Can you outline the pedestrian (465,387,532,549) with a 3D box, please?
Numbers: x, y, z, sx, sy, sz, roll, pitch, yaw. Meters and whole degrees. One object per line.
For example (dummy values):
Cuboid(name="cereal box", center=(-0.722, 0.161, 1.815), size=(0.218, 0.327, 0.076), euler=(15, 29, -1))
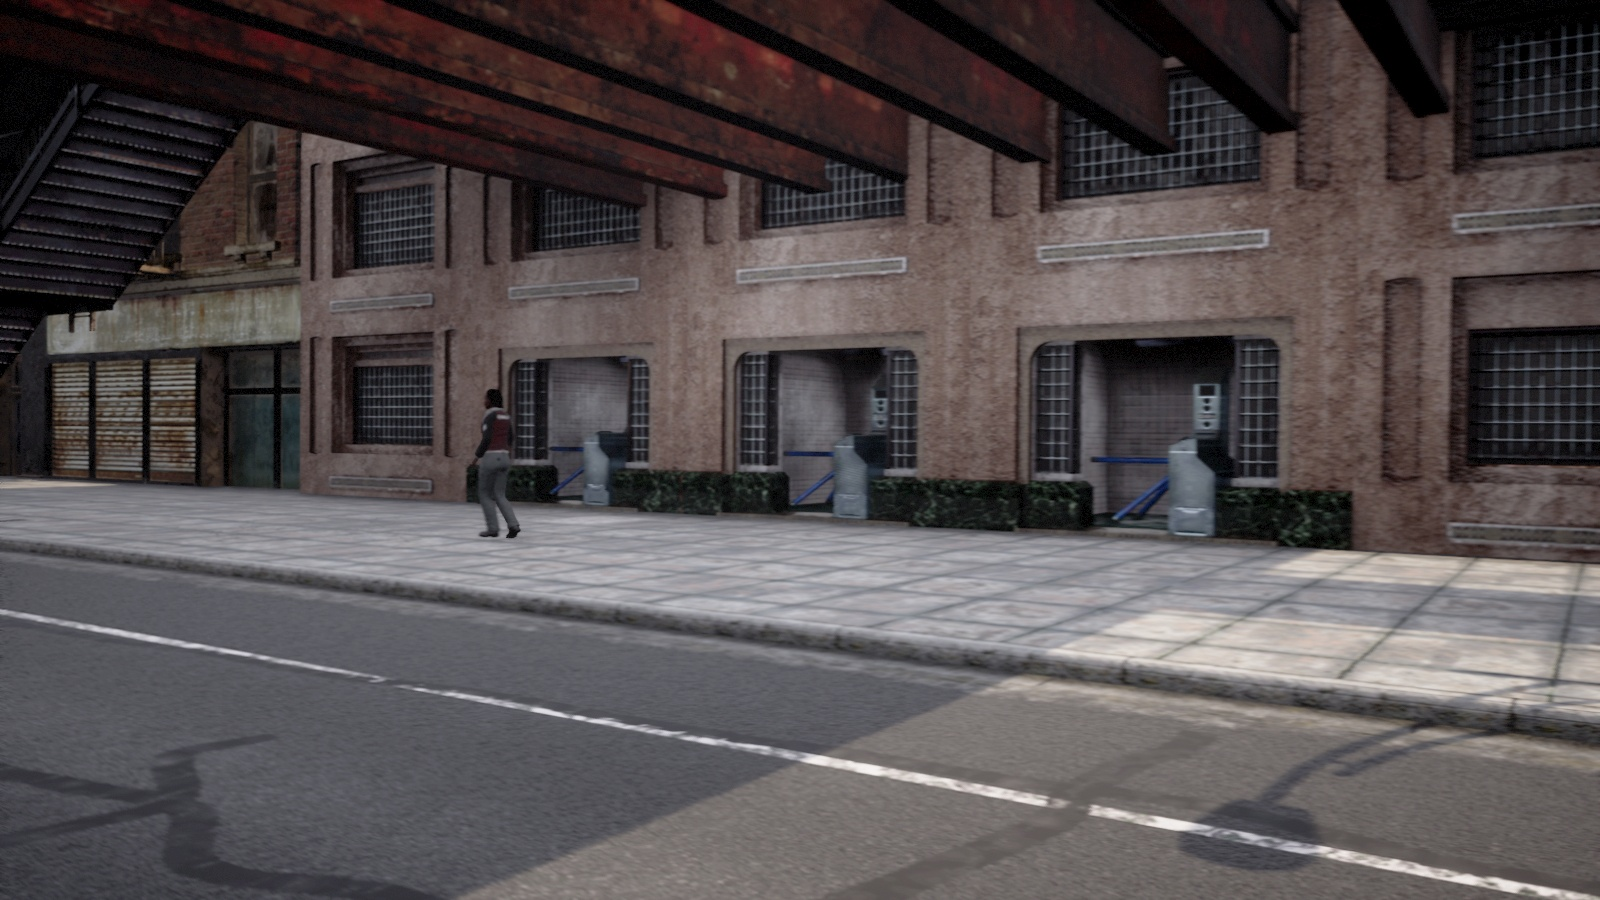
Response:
Cuboid(name="pedestrian", center=(-3.671, 0.214, 15.283), size=(0.666, 1.930, 0.402), euler=(0, 1, 27))
